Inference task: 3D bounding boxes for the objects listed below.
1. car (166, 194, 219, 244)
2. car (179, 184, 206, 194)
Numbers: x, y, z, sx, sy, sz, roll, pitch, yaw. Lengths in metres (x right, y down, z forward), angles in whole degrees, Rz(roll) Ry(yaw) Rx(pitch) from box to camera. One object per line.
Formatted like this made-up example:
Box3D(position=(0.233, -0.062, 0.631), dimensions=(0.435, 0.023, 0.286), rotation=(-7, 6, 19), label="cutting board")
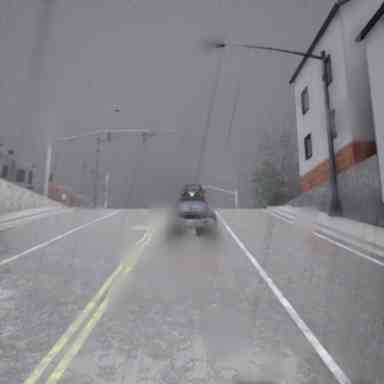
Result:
Box3D(position=(0.026, 1.067, 13.254), dimensions=(2.128, 1.511, 4.902), rotation=(1, 2, 0), label="car")
Box3D(position=(0.009, 0.511, 29.213), dimensions=(2.150, 2.045, 5.566), rotation=(0, -5, 0), label="car")
